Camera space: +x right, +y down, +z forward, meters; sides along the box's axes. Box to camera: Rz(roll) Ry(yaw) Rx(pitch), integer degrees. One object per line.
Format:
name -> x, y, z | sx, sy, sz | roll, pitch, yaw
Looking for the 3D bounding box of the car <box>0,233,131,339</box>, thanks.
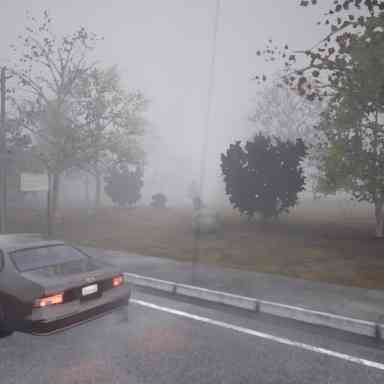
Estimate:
car -> -3.614, 1.547, 6.558 | 5.357, 1.411, 2.033 | 0, 0, 35
